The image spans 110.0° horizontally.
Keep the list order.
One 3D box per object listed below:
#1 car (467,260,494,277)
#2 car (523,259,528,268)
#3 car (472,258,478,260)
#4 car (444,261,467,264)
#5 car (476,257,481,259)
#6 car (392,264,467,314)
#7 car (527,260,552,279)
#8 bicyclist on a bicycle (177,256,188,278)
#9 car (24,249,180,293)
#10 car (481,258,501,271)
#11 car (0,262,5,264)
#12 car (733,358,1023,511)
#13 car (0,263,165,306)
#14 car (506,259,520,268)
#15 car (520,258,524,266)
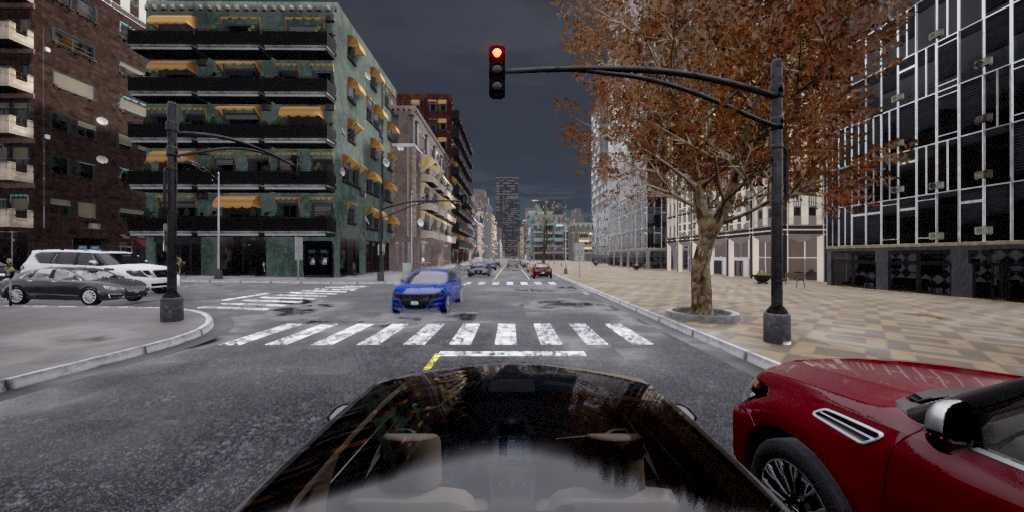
[{"bbox_3d":[-3.110,1.327,35.011,1.994,1.385,4.181,0,0,0],"label":"car"},{"bbox_3d":[2.676,1.298,44.253,1.751,1.417,4.829,0,0,0],"label":"car"},{"bbox_3d":[-5.704,1.323,44.081,2.007,1.370,4.403,0,0,0],"label":"car"},{"bbox_3d":[-5.700,1.313,33.015,2.007,1.370,4.403,0,0,0],"label":"car"},{"bbox_3d":[-5.708,1.226,55.146,1.967,1.591,4.097,0,0,0],"label":"car"},{"bbox_3d":[-3.106,1.229,13.937,1.882,1.535,5.008,0,0,0],"label":"car"},{"bbox_3d":[2.680,1.307,33.018,1.888,1.381,4.507,0,0,0],"label":"car"},{"bbox_3d":[-23.177,0.761,24.854,0.582,1.620,1.656,1,0,-1],"label":"bicyclist on a bicycle"},{"bbox_3d":[-18.432,0.738,16.164,5.566,2.045,2.150,1,0,-1],"label":"car"},{"bbox_3d":[-3.105,1.329,51.620,2.033,1.411,5.357,0,0,0],"label":"car"},{"bbox_3d":[-33.196,0.869,21.801,4.403,1.370,2.007,0,0,-1],"label":"car"},{"bbox_3d":[2.691,1.065,0.631,2.192,1.841,5.009,0,0,0],"label":"car"},{"bbox_3d":[-16.439,1.091,13.596,4.403,1.370,2.007,0,0,-1],"label":"car"},{"bbox_3d":[0.079,1.287,62.421,2.128,1.511,4.902,0,0,0],"label":"car"},{"bbox_3d":[2.670,1.375,60.681,1.802,1.307,4.207,0,0,0],"label":"car"}]
